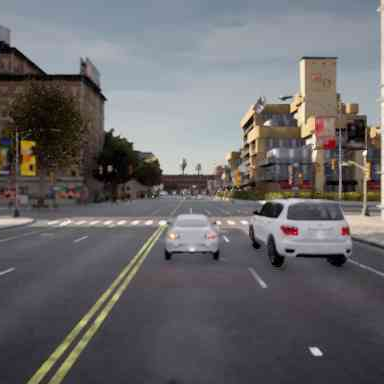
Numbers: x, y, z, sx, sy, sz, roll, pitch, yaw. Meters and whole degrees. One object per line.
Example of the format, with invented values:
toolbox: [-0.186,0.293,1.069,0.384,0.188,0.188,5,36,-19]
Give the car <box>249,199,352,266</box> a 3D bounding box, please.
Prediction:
car: [3.499,1.237,11.753,2.150,2.045,5.566,0,0,0]

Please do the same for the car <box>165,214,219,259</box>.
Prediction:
car: [-0.002,1.545,12.569,1.812,1.442,4.674,0,-1,0]
